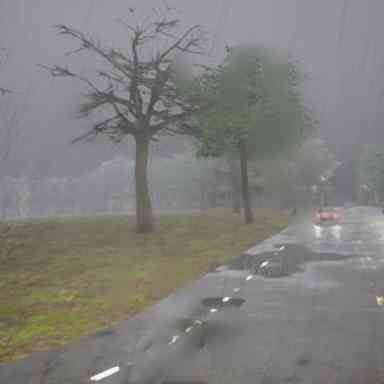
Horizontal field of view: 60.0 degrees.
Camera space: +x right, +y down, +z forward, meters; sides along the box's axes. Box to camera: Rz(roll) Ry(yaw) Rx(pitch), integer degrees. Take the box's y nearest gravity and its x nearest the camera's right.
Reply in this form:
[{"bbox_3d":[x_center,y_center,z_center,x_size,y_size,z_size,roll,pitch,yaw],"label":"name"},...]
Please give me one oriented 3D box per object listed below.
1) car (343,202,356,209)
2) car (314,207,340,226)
[{"bbox_3d":[38.968,3.363,83.143,2.097,1.767,4.553,-4,-3,24],"label":"car"},{"bbox_3d":[12.888,2.197,31.731,2.097,1.767,4.553,-4,-3,23],"label":"car"}]
